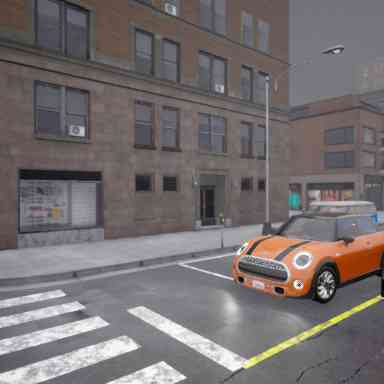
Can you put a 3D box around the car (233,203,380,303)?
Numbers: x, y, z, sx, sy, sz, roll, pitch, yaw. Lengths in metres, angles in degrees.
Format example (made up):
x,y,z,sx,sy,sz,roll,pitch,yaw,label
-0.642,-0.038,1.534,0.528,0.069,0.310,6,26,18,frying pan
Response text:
x,y,z,sx,sy,sz,roll,pitch,yaw,label
3.131,1.321,8.269,4.553,1.767,2.097,0,0,-38,car

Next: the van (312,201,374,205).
x,y,z,sx,sy,sz,roll,pitch,yaw,label
6.410,1.281,14.251,3.998,1.788,1.690,0,0,-40,van

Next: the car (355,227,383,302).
x,y,z,sx,sy,sz,roll,pitch,yaw,label
5.369,1.469,6.373,4.902,1.511,2.128,0,0,-40,car
